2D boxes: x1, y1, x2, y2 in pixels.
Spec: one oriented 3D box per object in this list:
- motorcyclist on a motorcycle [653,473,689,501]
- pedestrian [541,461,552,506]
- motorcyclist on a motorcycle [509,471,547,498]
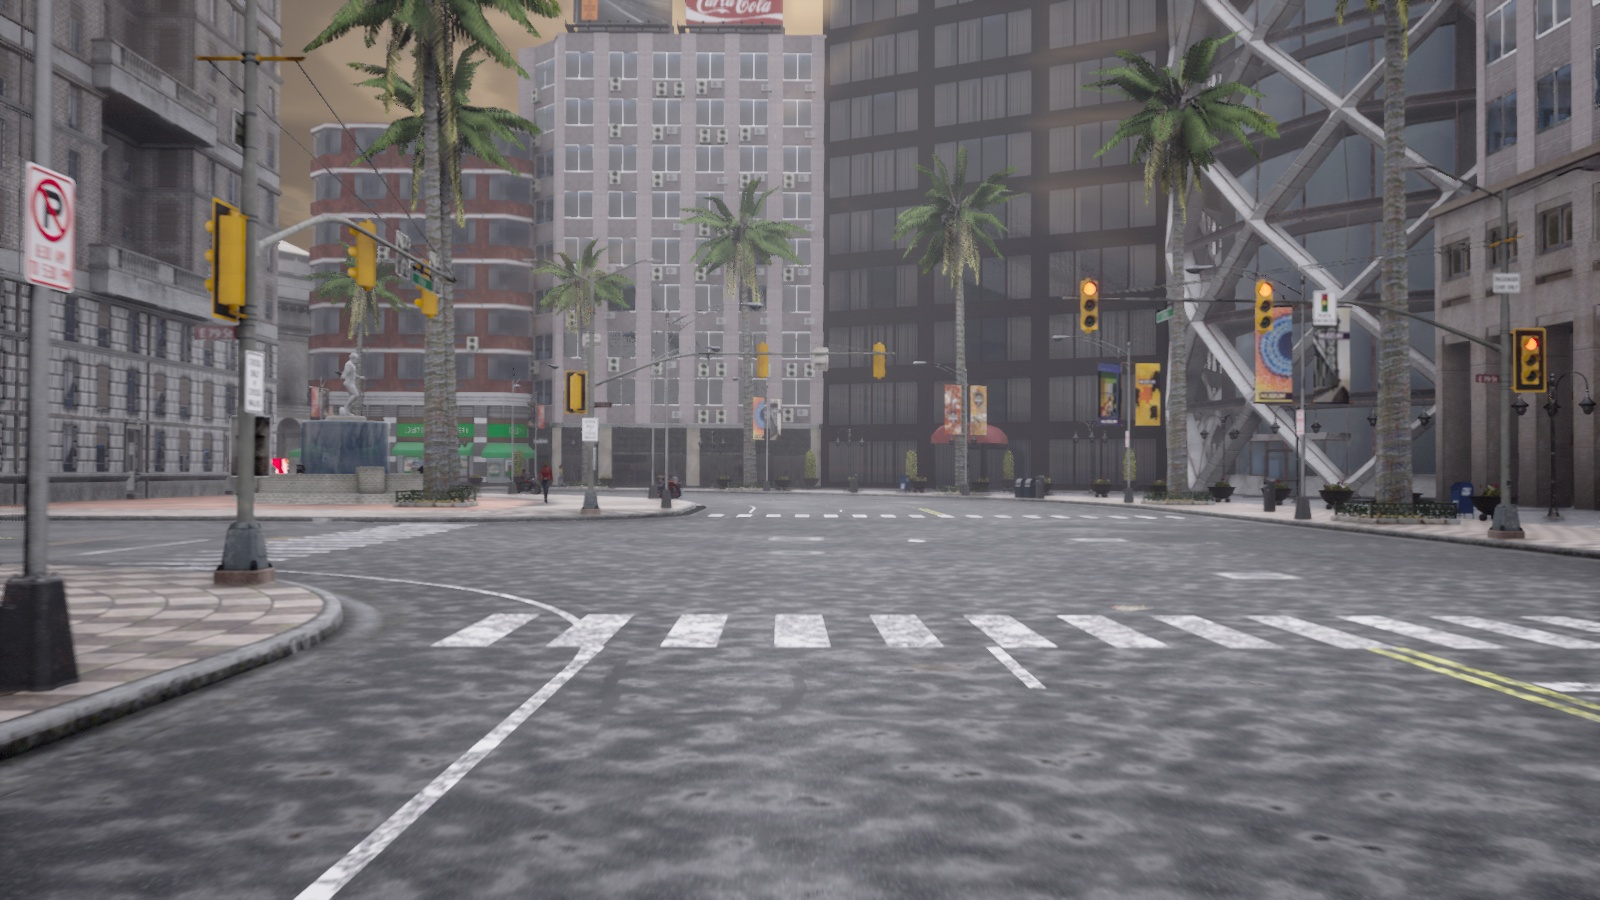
[{"bbox_3d":[-7.312,2.067,70.984,0.866,1.530,2.191,0,-1,-42],"label":"motorcyclist on a motorcycle"},{"bbox_3d":[-10.464,1.382,51.891,0.331,1.846,0.636,0,-1,-1],"label":"pedestrian"},{"bbox_3d":[-17.038,2.150,78.662,2.350,1.649,0.766,-1,-1,28],"label":"motorcyclist on a motorcycle"}]
